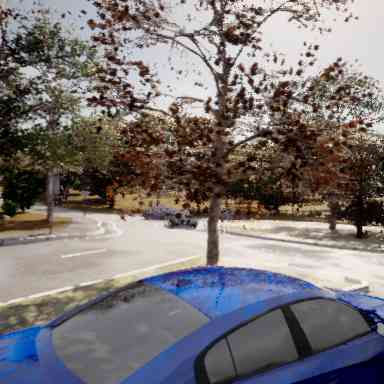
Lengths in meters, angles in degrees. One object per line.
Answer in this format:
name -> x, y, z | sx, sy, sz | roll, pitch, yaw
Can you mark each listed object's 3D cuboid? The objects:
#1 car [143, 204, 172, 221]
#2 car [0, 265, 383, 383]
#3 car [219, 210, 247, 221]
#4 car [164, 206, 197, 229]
car -> -3.442, 2.115, 36.136 | 2.097, 1.767, 4.553 | 2, -2, 21
car -> 0.602, 1.511, 3.276 | 5.008, 1.535, 1.882 | 1, -1, -34
car -> 5.435, 3.043, 43.623 | 4.181, 1.385, 1.994 | 4, -3, -36
car -> -0.812, 2.123, 26.350 | 1.994, 1.385, 4.181 | 3, -2, -9
